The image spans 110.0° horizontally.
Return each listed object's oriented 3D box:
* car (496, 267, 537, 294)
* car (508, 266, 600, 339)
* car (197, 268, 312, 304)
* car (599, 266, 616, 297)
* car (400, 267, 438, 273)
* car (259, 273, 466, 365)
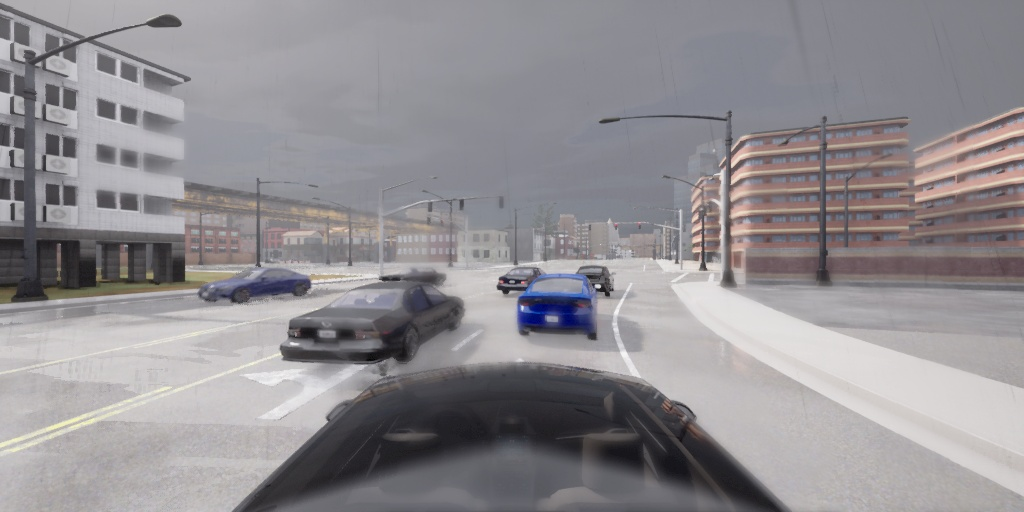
[{"bbox_3d":[0.875,1.297,19.709,2.033,1.411,5.357,0,0,20],"label":"car"},{"bbox_3d":[1.473,1.228,10.232,1.882,1.535,5.008,0,0,14],"label":"car"},{"bbox_3d":[-11.530,1.276,16.509,1.812,1.442,4.674,0,0,17],"label":"car"},{"bbox_3d":[4.392,1.255,19.157,1.837,1.490,4.892,0,0,19],"label":"car"},{"bbox_3d":[-5.970,1.351,21.941,1.895,1.301,4.718,0,0,21],"label":"car"},{"bbox_3d":[-2.590,1.297,8.195,2.033,1.411,5.357,0,0,8],"label":"car"}]
